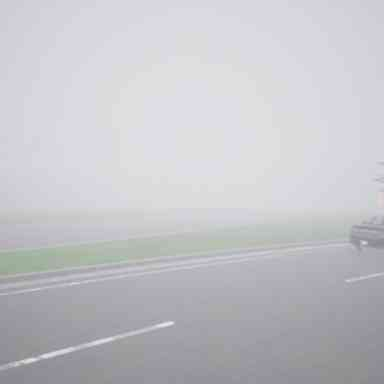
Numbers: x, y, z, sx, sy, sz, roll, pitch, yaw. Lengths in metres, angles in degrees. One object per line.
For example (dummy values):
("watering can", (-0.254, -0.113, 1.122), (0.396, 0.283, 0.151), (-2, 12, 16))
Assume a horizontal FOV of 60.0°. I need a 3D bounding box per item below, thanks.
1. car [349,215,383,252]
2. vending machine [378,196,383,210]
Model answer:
("car", (8.379, 1.638, 13.034), (4.902, 1.511, 2.128), (0, 0, -26))
("vending machine", (29.376, 1.742, 51.580), (0.880, 2.100, 1.100), (0, 0, 21))
